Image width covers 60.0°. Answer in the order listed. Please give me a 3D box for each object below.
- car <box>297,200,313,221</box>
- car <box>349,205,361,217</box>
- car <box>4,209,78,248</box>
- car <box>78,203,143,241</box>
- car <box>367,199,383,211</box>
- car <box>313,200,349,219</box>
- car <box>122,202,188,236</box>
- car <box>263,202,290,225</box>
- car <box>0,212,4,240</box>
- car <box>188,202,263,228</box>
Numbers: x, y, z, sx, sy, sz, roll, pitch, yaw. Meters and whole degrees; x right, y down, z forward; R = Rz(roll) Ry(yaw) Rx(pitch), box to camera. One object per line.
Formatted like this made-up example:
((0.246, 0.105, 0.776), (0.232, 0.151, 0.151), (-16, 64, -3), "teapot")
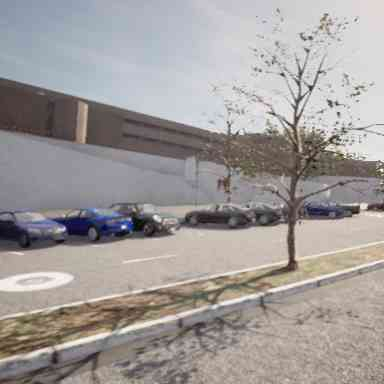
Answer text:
((6.411, 1.507, 25.834), (4.892, 1.521, 2.231), (-1, 0, 31), "car")
((13.191, 1.530, 31.561), (5.008, 1.535, 2.097), (-1, -1, 30), "car")
((-7.560, 1.547, 14.934), (4.674, 1.452, 2.002), (-1, -1, 34), "car")
((-5.189, 1.502, 16.689), (5.008, 1.535, 2.097), (-1, 0, 34), "car")
((24.527, 1.673, 41.188), (5.008, 1.535, 2.097), (0, -1, 30), "car")
((10.932, 1.519, 29.645), (5.008, 1.535, 2.097), (-1, -1, 30), "car")
((-2.867, 1.376, 18.499), (4.553, 1.767, 2.185), (-1, -1, 33), "car")
((4.121, 1.503, 23.960), (4.892, 1.521, 2.231), (-1, 0, 31), "car")
((-9.944, 1.511, 13.182), (4.892, 1.521, 2.231), (-1, 0, 35), "car")
((1.817, 1.501, 22.107), (4.892, 1.521, 2.231), (-1, 0, 32), "car")
